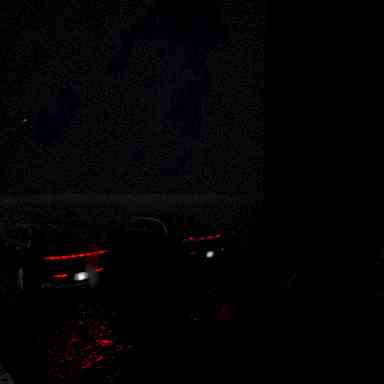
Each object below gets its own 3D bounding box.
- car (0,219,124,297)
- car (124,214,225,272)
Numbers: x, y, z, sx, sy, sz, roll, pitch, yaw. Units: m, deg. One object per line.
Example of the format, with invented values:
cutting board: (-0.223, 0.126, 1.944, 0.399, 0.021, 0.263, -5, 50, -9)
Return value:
car: (-3.861, 1.485, 8.767, 1.837, 1.490, 4.892, 0, 0, -40)
car: (-1.079, 1.475, 10.910, 2.128, 1.511, 4.902, 0, 0, -40)
